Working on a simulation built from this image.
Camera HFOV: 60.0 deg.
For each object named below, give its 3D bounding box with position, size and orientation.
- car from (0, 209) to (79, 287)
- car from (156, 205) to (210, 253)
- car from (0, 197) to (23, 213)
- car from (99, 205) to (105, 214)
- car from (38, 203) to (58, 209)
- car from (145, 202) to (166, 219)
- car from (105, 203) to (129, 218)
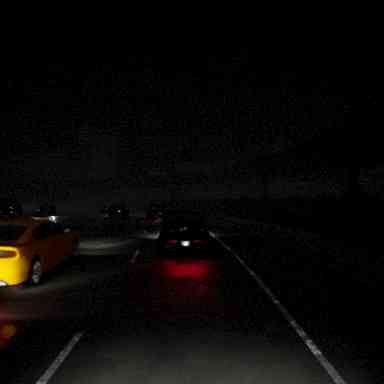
[{"bbox_3d":[-4.656,1.473,9.291,1.882,1.535,5.008,0,0,-2],"label":"car"},{"bbox_3d":[-0.401,1.496,13.717,1.837,1.490,4.892,0,0,-4],"label":"car"},{"bbox_3d":[-18.356,1.531,33.010,2.150,2.045,5.566,0,-2,-17],"label":"car"},{"bbox_3d":[-11.557,2.347,45.756,1.895,1.301,4.718,0,-2,-23],"label":"car"},{"bbox_3d":[-15.860,1.948,36.627,1.812,1.442,4.674,0,-2,-19],"label":"car"},{"bbox_3d":[-3.411,1.721,31.997,2.128,1.511,4.902,0,-1,-14],"label":"car"},{"bbox_3d":[-7.522,1.857,33.920,1.994,1.385,4.181,0,-2,-15],"label":"car"}]
